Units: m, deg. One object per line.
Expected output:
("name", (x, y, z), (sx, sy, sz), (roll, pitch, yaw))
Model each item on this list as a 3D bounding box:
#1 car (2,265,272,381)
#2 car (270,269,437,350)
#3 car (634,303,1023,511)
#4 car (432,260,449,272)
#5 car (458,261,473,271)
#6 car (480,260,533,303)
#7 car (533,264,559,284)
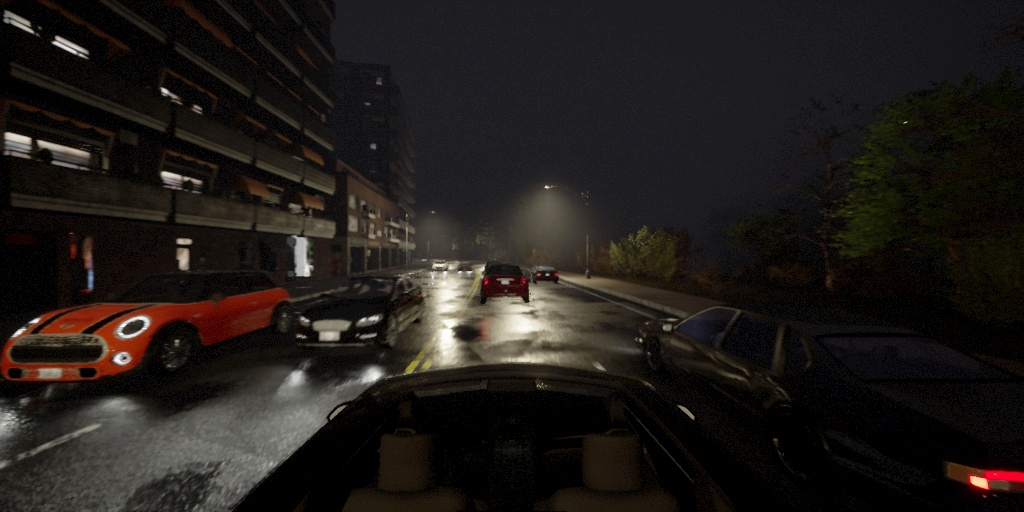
("car", (-6.712, 1.098, 7.403), (2.097, 1.767, 4.553), (0, 0, -2))
("car", (-3.515, 1.247, 9.208), (2.128, 1.511, 4.902), (0, 0, -2))
("car", (3.337, 1.309, 4.505), (2.033, 1.411, 5.357), (0, 0, -1))
("car", (-9.526, 1.318, 47.884), (1.812, 1.442, 4.674), (0, 0, -6))
("car", (-6.426, 1.345, 49.545), (2.033, 1.411, 5.357), (0, 0, -6))
("car", (-0.386, 1.126, 17.125), (2.097, 1.767, 4.553), (0, 0, -3))
("car", (2.293, 1.341, 27.286), (2.033, 1.411, 5.357), (0, 0, -4))
